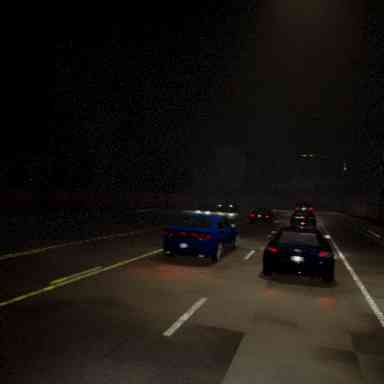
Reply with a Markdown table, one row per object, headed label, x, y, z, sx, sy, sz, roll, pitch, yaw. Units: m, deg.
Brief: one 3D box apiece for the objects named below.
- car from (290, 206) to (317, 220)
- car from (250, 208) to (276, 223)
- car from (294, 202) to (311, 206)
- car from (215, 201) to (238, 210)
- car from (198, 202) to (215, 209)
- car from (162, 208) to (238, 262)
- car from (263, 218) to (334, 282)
| label | x | y | z | sx | sy | sz | roll | pitch | yaw |
| --- | --- | --- | --- | --- | --- | --- | --- | --- | --- |
| car | 8.891 | 2.153 | 26.594 | 2.128 | 1.511 | 4.902 | 2 | -1 | 19 |
| car | 6.517 | 2.138 | 30.457 | 2.033 | 1.411 | 5.357 | 2 | -1 | 19 |
| car | 14.524 | 2.300 | 43.322 | 2.150 | 2.045 | 5.566 | 2 | -1 | 19 |
| car | 5.360 | 2.069 | 49.067 | 2.097 | 1.767 | 4.553 | 2 | -1 | 19 |
| car | 2.389 | 2.204 | 51.188 | 1.895 | 1.301 | 4.718 | 2 | -1 | 19 |
| car | 0.539 | 1.628 | 13.027 | 1.882 | 1.535 | 5.008 | 2 | -1 | 19 |
| car | 3.511 | 1.830 | 10.925 | 1.994 | 1.385 | 4.181 | 2 | -1 | 19 |
